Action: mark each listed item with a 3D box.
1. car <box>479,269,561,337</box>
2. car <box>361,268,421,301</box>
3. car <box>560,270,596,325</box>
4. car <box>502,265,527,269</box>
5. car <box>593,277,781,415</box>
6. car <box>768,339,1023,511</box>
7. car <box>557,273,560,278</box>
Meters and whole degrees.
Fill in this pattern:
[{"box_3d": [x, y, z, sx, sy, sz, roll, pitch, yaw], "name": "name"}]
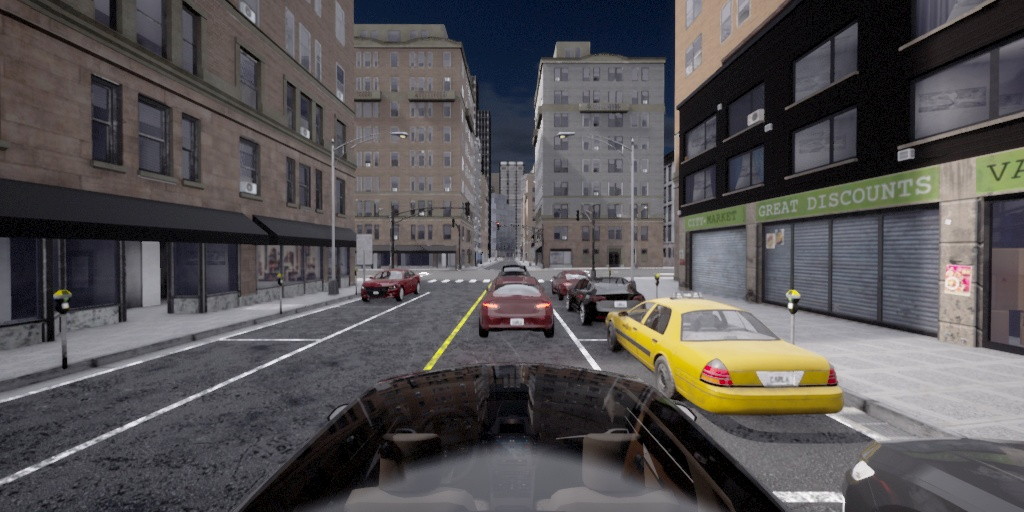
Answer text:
[{"box_3d": [0.103, 1.270, 10.128, 1.812, 1.442, 4.674, 0, 0, 0], "name": "car"}, {"box_3d": [-5.654, 1.284, 17.157, 1.888, 1.381, 4.507, 0, 0, 0], "name": "car"}, {"box_3d": [2.885, 1.309, 11.564, 1.948, 1.339, 4.313, 0, 0, 0], "name": "car"}, {"box_3d": [0.119, 1.242, 20.407, 1.837, 1.490, 4.892, 0, 0, 0], "name": "car"}, {"box_3d": [2.879, 1.273, 6.147, 1.751, 1.417, 4.829, 0, 0, 0], "name": "car"}, {"box_3d": [2.872, 1.301, 0.392, 2.007, 1.370, 4.403, 0, 0, 0], "name": "car"}, {"box_3d": [2.892, 1.321, 17.149, 1.802, 1.307, 4.207, 0, 0, 0], "name": "car"}]
